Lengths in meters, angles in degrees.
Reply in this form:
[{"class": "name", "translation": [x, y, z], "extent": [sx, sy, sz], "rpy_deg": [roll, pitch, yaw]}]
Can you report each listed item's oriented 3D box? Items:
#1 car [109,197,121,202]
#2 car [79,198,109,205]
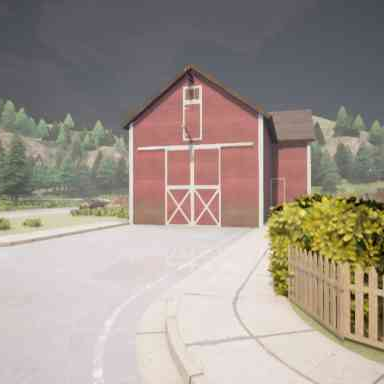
[{"class": "car", "translation": [-14.522, 1.703, 61.954], "extent": [1.882, 1.535, 5.008], "rpy_deg": [0, 0, 17]}, {"class": "car", "translation": [-13.237, 1.603, 44.042], "extent": [1.816, 1.474, 4.193], "rpy_deg": [-6, -1, 15]}]
